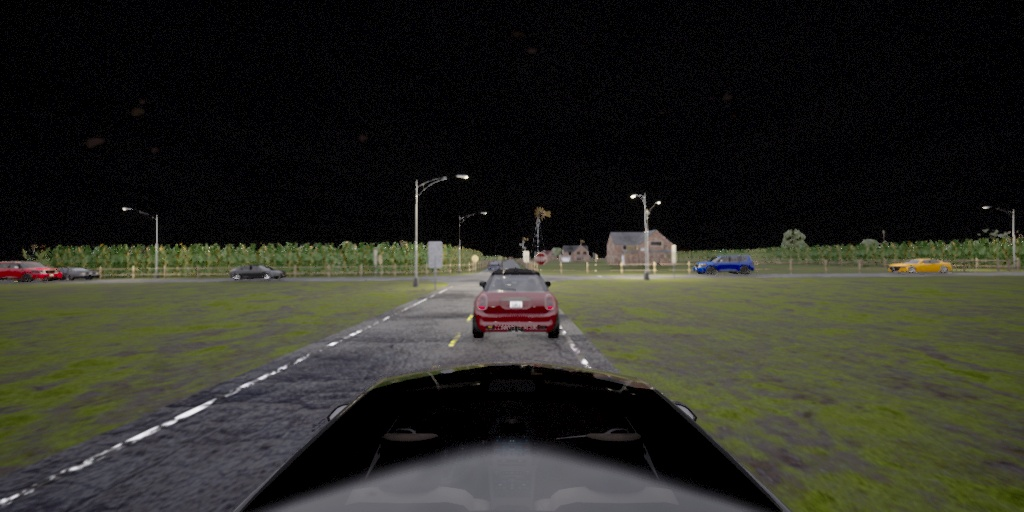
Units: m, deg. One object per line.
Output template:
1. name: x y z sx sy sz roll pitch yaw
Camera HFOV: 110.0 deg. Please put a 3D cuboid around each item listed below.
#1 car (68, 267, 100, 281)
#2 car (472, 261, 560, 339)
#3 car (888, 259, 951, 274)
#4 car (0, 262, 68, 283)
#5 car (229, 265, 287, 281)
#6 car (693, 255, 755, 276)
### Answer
1. car: -46.969 1.909 37.897 5.357 1.411 2.033 -1 -1 1
2. car: 0.094 1.146 10.404 2.097 1.767 4.553 0 0 0
3. car: 41.352 1.035 36.439 5.008 1.535 1.882 0 -1 1
4. car: -47.724 1.567 35.074 5.566 2.045 2.150 -1 0 1
5. car: -24.473 1.632 34.627 4.892 1.490 1.837 0 0 1
6. car: 21.707 0.955 36.806 5.566 2.045 2.150 -1 -1 1
